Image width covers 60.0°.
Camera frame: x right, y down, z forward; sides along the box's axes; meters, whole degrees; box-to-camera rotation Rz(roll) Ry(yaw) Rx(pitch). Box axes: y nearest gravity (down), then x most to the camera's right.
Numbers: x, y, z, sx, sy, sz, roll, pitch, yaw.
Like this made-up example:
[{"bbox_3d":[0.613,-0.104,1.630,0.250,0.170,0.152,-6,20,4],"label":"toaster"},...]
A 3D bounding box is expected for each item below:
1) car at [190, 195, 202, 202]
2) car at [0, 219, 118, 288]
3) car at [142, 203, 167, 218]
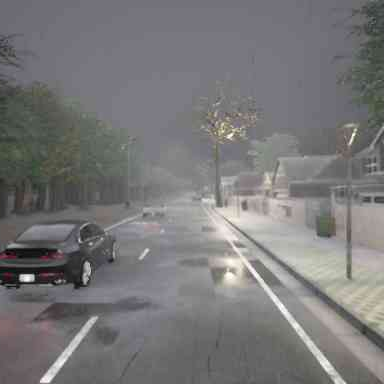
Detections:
[{"bbox_3d":[1.241,1.551,81.535,2.097,1.767,4.553,0,0,0],"label":"car"},{"bbox_3d":[-3.397,1.522,9.265,1.837,1.490,4.892,0,0,0],"label":"car"},{"bbox_3d":[-3.391,1.660,31.142,1.895,1.301,4.718,0,0,0],"label":"car"}]
